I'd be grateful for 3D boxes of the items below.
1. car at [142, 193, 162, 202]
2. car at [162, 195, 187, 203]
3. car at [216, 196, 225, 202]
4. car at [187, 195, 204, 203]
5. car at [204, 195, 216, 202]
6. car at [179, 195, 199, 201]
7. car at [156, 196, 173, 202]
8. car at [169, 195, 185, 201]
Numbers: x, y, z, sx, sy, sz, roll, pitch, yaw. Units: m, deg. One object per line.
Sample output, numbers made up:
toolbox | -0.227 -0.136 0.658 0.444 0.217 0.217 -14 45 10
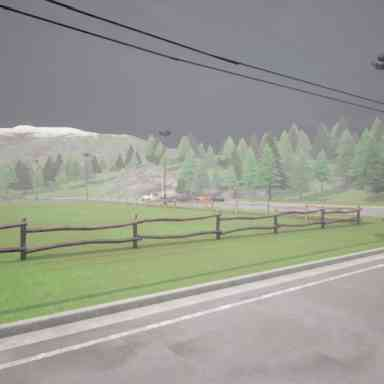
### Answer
car | -9.366 1.172 75.354 2.150 2.045 5.566 0 0 -35
car | -3.552 1.562 67.109 1.994 1.385 4.181 0 0 -35
car | 5.086 1.593 73.078 1.895 1.301 4.718 0 0 -35
car | -0.457 1.545 68.793 2.033 1.411 5.357 0 0 -35
car | 2.305 1.353 70.949 2.097 1.767 4.553 0 0 -35
car | -0.766 1.481 81.379 2.033 1.411 5.357 0 0 -35
car | -6.505 1.539 77.370 1.895 1.301 4.718 0 0 -35
car | -3.627 1.493 79.362 1.994 1.385 4.181 0 0 -35
